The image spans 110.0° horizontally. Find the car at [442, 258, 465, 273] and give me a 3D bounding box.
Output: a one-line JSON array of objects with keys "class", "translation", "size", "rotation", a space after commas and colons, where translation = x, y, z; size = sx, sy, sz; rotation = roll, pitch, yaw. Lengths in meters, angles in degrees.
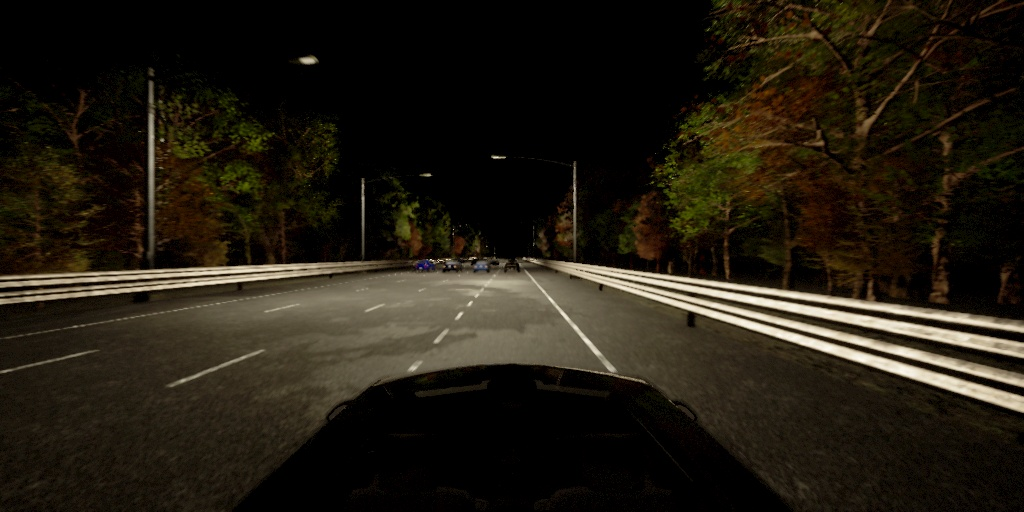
[{"class": "car", "translation": [-6.971, 1.251, 42.652], "size": [2.033, 1.411, 5.357], "rotation": [0, 0, 0]}]

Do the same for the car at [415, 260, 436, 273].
[{"class": "car", "translation": [-10.466, 1.228, 43.491], "size": [1.812, 1.442, 4.674], "rotation": [0, 0, 0]}]

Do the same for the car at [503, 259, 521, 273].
[{"class": "car", "translation": [0.037, 1.210, 43.424], "size": [1.837, 1.490, 4.892], "rotation": [0, 0, 0]}]

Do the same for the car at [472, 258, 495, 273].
[{"class": "car", "translation": [-3.471, 1.251, 42.652], "size": [2.033, 1.411, 5.357], "rotation": [0, 0, 0]}]
